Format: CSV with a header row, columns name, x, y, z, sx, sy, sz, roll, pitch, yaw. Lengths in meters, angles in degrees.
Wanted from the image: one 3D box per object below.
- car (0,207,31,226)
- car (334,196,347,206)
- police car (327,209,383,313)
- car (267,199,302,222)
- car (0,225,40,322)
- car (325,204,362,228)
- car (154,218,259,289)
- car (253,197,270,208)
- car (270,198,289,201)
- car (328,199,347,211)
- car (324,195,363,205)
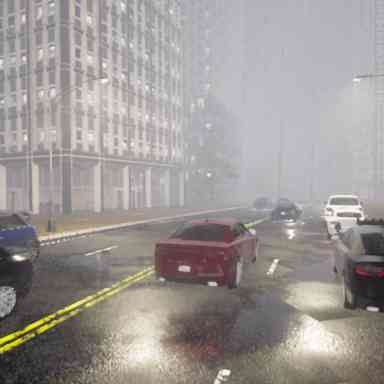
name,x,y,z,sx,sy,sz,roll,pitch,yaw
car,-6.507,1.360,9.133,2.097,1.767,4.553,0,0,19
car,25.216,1.465,56.621,1.882,1.535,5.008,0,0,22
police car,4.336,1.426,7.598,1.930,1.638,5.238,0,0,19
car,7.638,1.565,26.706,1.994,1.385,4.181,0,0,24
car,-4.565,1.511,4.736,1.837,1.490,4.892,0,0,18
car,7.745,1.530,16.619,1.812,1.442,4.674,0,0,22
car,0.669,1.481,9.399,1.882,1.535,5.008,0,0,19
car,10.019,1.459,47.006,1.882,1.535,5.008,0,0,26
car,12.093,1.514,43.892,1.812,1.442,4.674,0,0,27
car,18.104,1.603,41.156,1.895,1.301,4.718,0,0,27
car,10.009,1.230,22.048,2.150,2.045,5.566,0,0,23
